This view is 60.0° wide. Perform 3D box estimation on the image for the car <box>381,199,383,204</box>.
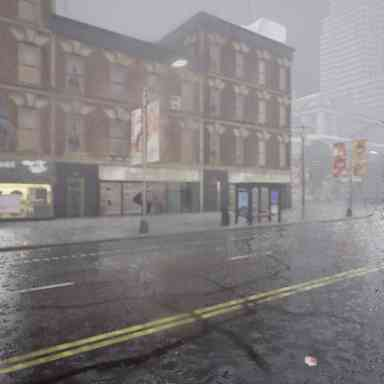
[{"bbox_3d":[38.050,1.610,62.712,2.002,1.452,4.674,0,0,-16],"label":"car"}]
